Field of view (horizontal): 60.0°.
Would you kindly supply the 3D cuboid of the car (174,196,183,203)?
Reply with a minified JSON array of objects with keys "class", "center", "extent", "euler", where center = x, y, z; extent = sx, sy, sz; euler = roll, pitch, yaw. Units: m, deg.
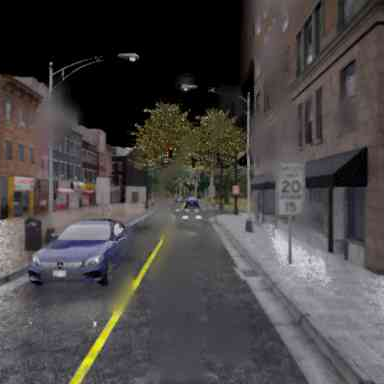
[{"class":"car","center":[-2.750,1.613,70.892],"extent":[2.128,1.511,4.902],"euler":[0,0,0]}]

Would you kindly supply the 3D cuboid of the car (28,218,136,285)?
[{"class":"car","center":[-2.840,1.525,9.605],"extent":[1.812,1.442,4.674],"euler":[0,0,1]}]

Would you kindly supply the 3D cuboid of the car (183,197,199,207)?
[{"class":"car","center":[0.023,1.513,51.228],"extent":[1.882,1.535,5.008],"euler":[0,0,0]}]
